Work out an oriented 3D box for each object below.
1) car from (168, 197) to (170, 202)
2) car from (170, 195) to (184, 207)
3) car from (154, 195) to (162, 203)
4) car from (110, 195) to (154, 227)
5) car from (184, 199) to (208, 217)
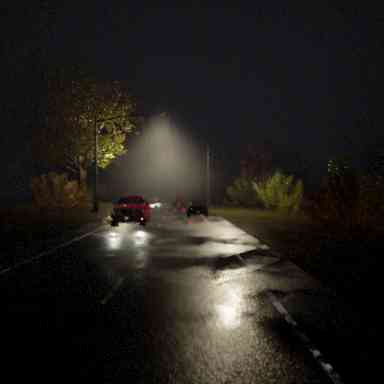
[{"bbox_3d":[-3.631,1.365,67.213,1.837,1.490,4.892,0,0,-6],"label":"car"},{"bbox_3d":[-1.949,1.454,49.214,1.812,1.442,4.674,0,0,-5],"label":"car"},{"bbox_3d":[-6.878,1.381,64.014,2.128,1.511,4.902,0,0,-5],"label":"car"},{"bbox_3d":[-4.067,1.210,22.914,2.150,2.045,5.566,0,0,-2],"label":"car"},{"bbox_3d":[0.444,1.499,30.606,1.812,1.442,4.674,0,0,-3],"label":"car"}]
